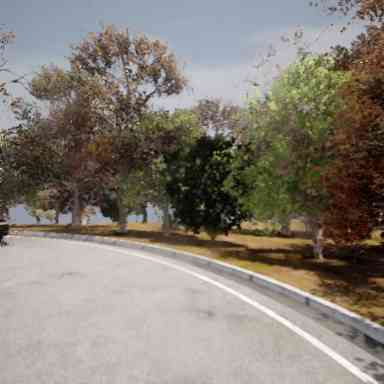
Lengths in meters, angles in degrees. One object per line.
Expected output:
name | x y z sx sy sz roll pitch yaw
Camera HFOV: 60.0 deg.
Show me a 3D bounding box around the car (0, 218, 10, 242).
car | -10.514 1.582 15.049 4.902 1.511 2.128 0 -1 23
